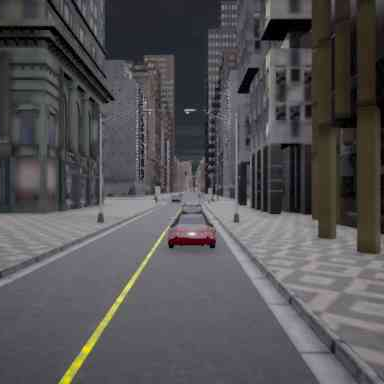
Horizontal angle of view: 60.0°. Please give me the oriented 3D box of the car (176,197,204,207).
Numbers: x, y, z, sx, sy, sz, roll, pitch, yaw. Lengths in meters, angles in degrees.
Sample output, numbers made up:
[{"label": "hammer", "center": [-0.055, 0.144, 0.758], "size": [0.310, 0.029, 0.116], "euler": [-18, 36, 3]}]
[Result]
[{"label": "car", "center": [0.000, 1.475, 29.649], "size": [2.128, 1.511, 4.902], "euler": [0, 0, 0]}]

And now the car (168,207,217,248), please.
[{"label": "car", "center": [0.000, 1.566, 14.649], "size": [1.994, 1.385, 4.181], "euler": [0, 0, 0]}]

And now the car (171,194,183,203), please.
[{"label": "car", "center": [-3.001, 1.570, 64.693], "size": [1.895, 1.301, 4.718], "euler": [0, 0, 0]}]
